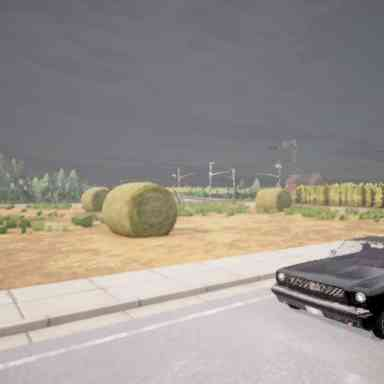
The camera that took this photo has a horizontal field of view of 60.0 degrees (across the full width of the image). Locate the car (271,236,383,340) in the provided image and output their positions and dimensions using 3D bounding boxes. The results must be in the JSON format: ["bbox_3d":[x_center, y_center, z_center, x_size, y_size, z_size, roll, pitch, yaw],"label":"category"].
[{"bbox_3d":[3.782,1.630,6.687,4.718,1.301,1.895,0,0,-35],"label":"car"}]
